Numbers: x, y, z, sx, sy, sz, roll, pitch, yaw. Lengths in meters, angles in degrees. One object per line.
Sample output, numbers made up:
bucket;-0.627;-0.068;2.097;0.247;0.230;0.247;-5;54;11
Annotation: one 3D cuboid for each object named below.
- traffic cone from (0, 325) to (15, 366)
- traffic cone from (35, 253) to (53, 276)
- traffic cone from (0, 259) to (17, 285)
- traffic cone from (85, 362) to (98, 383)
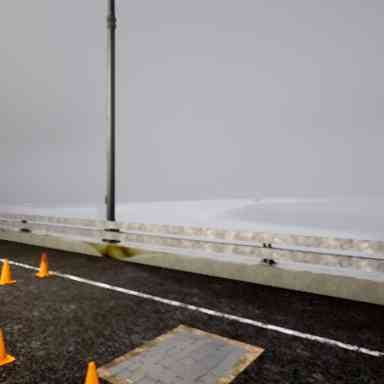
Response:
traffic cone;-2.605;1.973;4.435;0.340;0.580;0.340;0;0;36
traffic cone;-4.088;1.991;9.209;0.340;0.580;0.340;0;0;36
traffic cone;-4.674;1.987;8.399;0.340;0.580;0.340;0;0;36
traffic cone;-0.984;1.969;3.263;0.340;0.580;0.340;0;0;36
